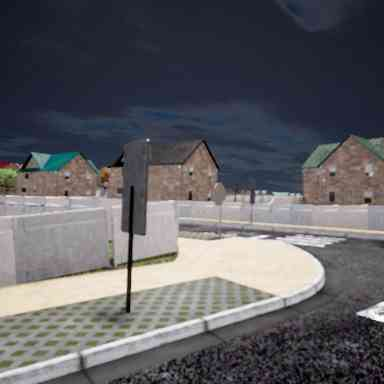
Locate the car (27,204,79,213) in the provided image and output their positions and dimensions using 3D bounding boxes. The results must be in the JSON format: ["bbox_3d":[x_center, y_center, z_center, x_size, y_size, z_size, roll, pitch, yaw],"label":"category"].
[{"bbox_3d":[-10.537,1.308,25.154,4.718,1.301,1.895,1,-2,36],"label":"car"}]
